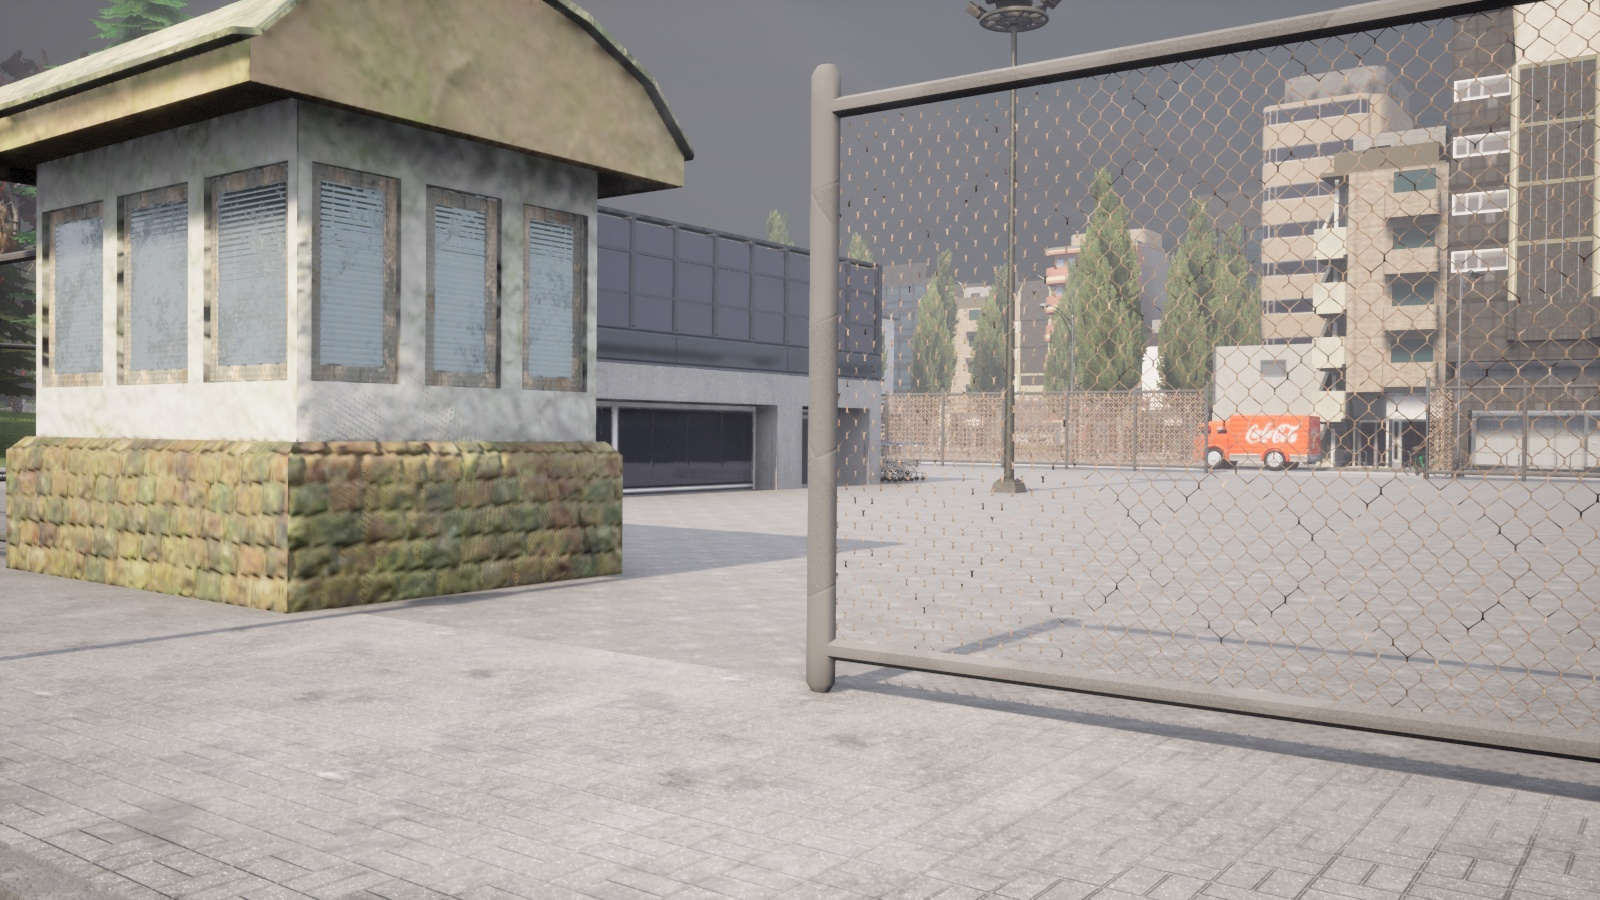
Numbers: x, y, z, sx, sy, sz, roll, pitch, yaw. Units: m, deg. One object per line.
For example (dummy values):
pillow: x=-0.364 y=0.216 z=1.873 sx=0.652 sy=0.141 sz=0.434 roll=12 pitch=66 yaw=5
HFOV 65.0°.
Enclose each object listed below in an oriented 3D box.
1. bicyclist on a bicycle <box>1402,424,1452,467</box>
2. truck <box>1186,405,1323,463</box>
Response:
bicyclist on a bicycle: x=24.038 y=-0.191 z=48.156 sx=1.656 sy=1.620 sz=0.582 roll=0 pitch=1 yaw=36
truck: x=20.209 y=-0.701 z=55.881 sx=5.204 sy=2.467 sz=2.627 roll=0 pitch=1 yaw=36
